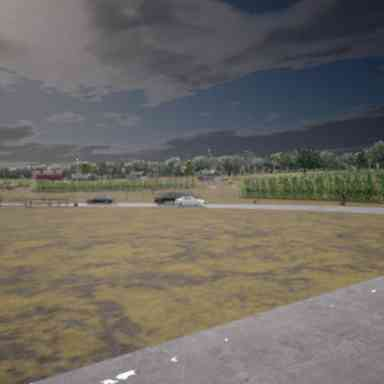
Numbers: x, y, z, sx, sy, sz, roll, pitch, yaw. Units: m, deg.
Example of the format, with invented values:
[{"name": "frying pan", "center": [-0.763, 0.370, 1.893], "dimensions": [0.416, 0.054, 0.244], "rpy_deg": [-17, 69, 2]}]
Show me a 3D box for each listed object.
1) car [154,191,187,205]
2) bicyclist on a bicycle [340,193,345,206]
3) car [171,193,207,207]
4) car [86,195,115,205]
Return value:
[{"name": "car", "center": [-3.158, 0.934, 51.809], "dimensions": [5.566, 2.045, 2.150], "rpy_deg": [0, 2, 20]}, {"name": "bicyclist on a bicycle", "center": [19.032, 0.980, 41.954], "dimensions": [0.582, 1.620, 1.656], "rpy_deg": [1, 1, 43]}, {"name": "car", "center": [-0.182, 1.322, 47.483], "dimensions": [4.674, 1.442, 1.812], "rpy_deg": [0, 2, 23]}, {"name": "car", "center": [-15.003, 1.284, 54.648], "dimensions": [4.674, 1.442, 1.812], "rpy_deg": [0, 2, 7]}]
